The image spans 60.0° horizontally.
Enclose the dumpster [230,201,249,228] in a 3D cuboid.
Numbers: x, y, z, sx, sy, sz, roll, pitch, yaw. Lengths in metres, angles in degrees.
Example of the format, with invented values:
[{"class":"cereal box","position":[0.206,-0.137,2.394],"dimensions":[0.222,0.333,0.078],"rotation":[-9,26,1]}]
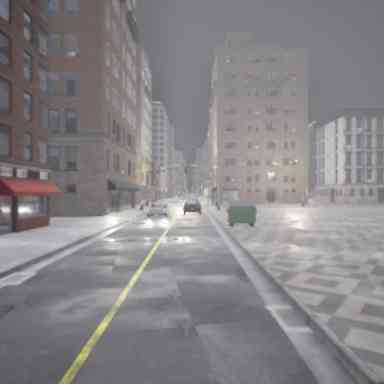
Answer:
[{"class":"dumpster","position":[3.128,1.454,22.166],"dimensions":[1.020,1.700,1.940],"rotation":[0,0,0]}]

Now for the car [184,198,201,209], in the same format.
[{"class":"car","position":[0.093,1.676,49.746],"dimensions":[2.033,1.411,5.357],"rotation":[0,0,6]}]

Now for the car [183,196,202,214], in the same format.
[{"class":"car","position":[0.041,1.572,36.278],"dimensions":[1.882,1.535,5.008],"rotation":[0,0,0]}]

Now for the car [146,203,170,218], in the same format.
[{"class":"car","position":[-3.105,1.683,31.155],"dimensions":[1.895,1.301,4.718],"rotation":[0,0,0]}]
